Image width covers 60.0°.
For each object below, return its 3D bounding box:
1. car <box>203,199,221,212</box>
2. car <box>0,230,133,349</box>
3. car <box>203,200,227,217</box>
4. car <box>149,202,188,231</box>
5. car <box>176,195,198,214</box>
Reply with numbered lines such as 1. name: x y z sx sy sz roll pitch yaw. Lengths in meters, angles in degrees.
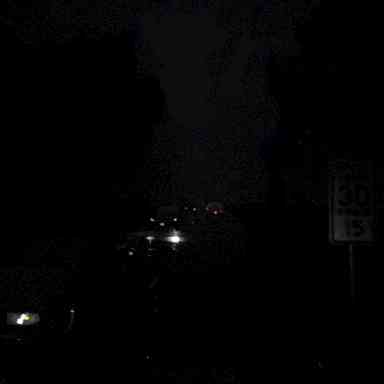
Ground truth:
1. car: 2.515 1.756 43.777 2.033 1.411 5.357 1 0 0
2. car: -2.679 1.548 6.872 2.033 1.411 5.357 1 0 5
3. car: 2.314 1.707 33.257 1.812 1.442 4.674 1 0 3
4. car: -1.559 1.613 21.744 1.812 1.442 4.674 1 0 4
5. car: -0.555 1.365 37.617 2.150 2.045 5.566 1 0 1
